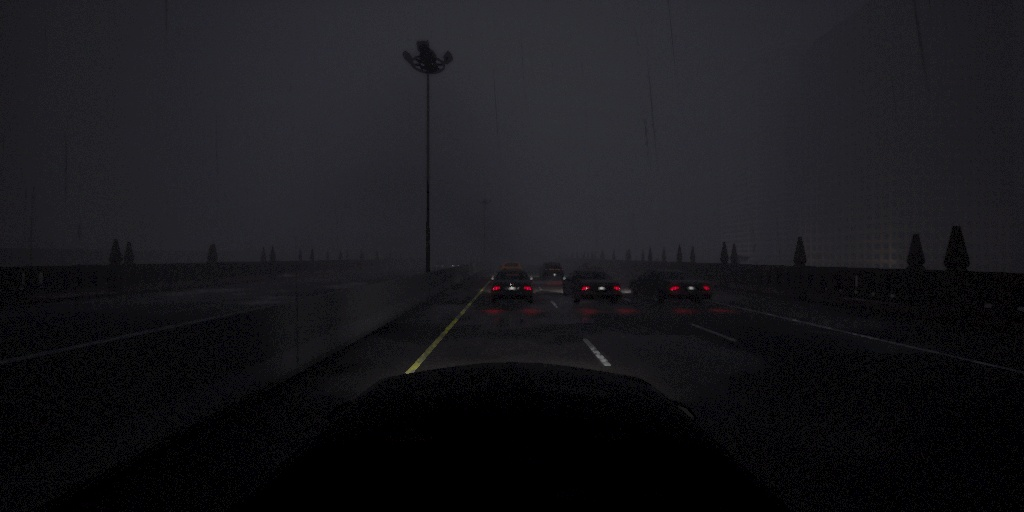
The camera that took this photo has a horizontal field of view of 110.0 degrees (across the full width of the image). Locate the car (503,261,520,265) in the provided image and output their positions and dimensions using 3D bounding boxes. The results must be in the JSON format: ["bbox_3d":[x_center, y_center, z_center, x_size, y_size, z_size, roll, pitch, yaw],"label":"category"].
[{"bbox_3d":[-0.056,1.235,31.578,1.882,1.535,5.008,0,0,-1],"label":"car"}]

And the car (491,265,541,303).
[{"bbox_3d":[0.000,1.313,16.500,2.033,1.411,5.357,0,0,0],"label":"car"}]

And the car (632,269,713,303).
[{"bbox_3d":[7.000,1.313,16.500,2.033,1.411,5.357,0,0,0],"label":"car"}]

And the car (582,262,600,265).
[{"bbox_3d":[6.943,1.283,31.683,1.812,1.442,4.674,0,0,-1],"label":"car"}]

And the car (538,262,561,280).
[{"bbox_3d":[3.443,1.266,31.630,1.837,1.490,4.892,0,0,-1],"label":"car"}]

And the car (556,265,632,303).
[{"bbox_3d":[3.500,1.313,16.500,2.033,1.411,5.357,0,0,0],"label":"car"}]
